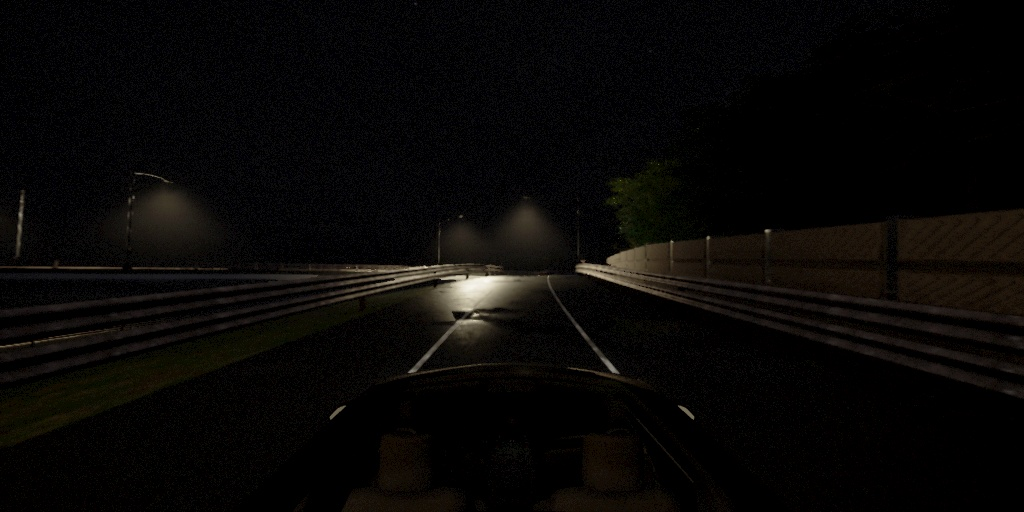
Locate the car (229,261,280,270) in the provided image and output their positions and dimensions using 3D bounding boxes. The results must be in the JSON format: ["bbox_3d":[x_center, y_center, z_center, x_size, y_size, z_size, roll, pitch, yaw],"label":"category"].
[{"bbox_3d":[-30.527,1.403,42.703,5.008,1.535,1.882,2,-3,-31],"label":"car"}]
